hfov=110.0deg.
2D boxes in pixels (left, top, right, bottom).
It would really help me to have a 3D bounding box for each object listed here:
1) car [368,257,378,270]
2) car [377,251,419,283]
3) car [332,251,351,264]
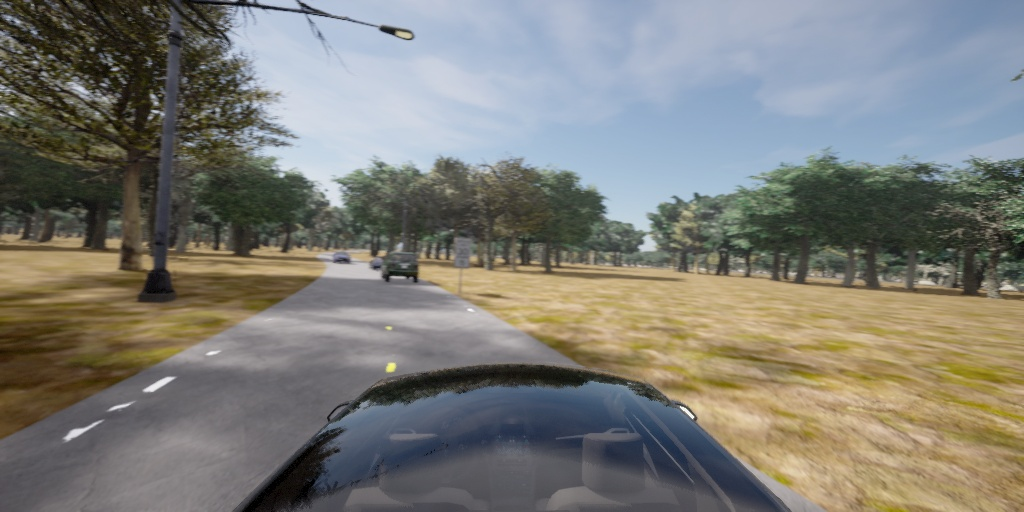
[{"bbox_3d":[-14.133,0.796,38.400,1.994,1.385,4.181,3,0,-27],"label":"car"},{"bbox_3d":[-8.058,0.725,25.651,2.150,2.045,5.566,3,0,-24],"label":"car"},{"bbox_3d":[-22.874,0.117,48.153,2.097,1.767,4.553,3,0,-30],"label":"car"}]
